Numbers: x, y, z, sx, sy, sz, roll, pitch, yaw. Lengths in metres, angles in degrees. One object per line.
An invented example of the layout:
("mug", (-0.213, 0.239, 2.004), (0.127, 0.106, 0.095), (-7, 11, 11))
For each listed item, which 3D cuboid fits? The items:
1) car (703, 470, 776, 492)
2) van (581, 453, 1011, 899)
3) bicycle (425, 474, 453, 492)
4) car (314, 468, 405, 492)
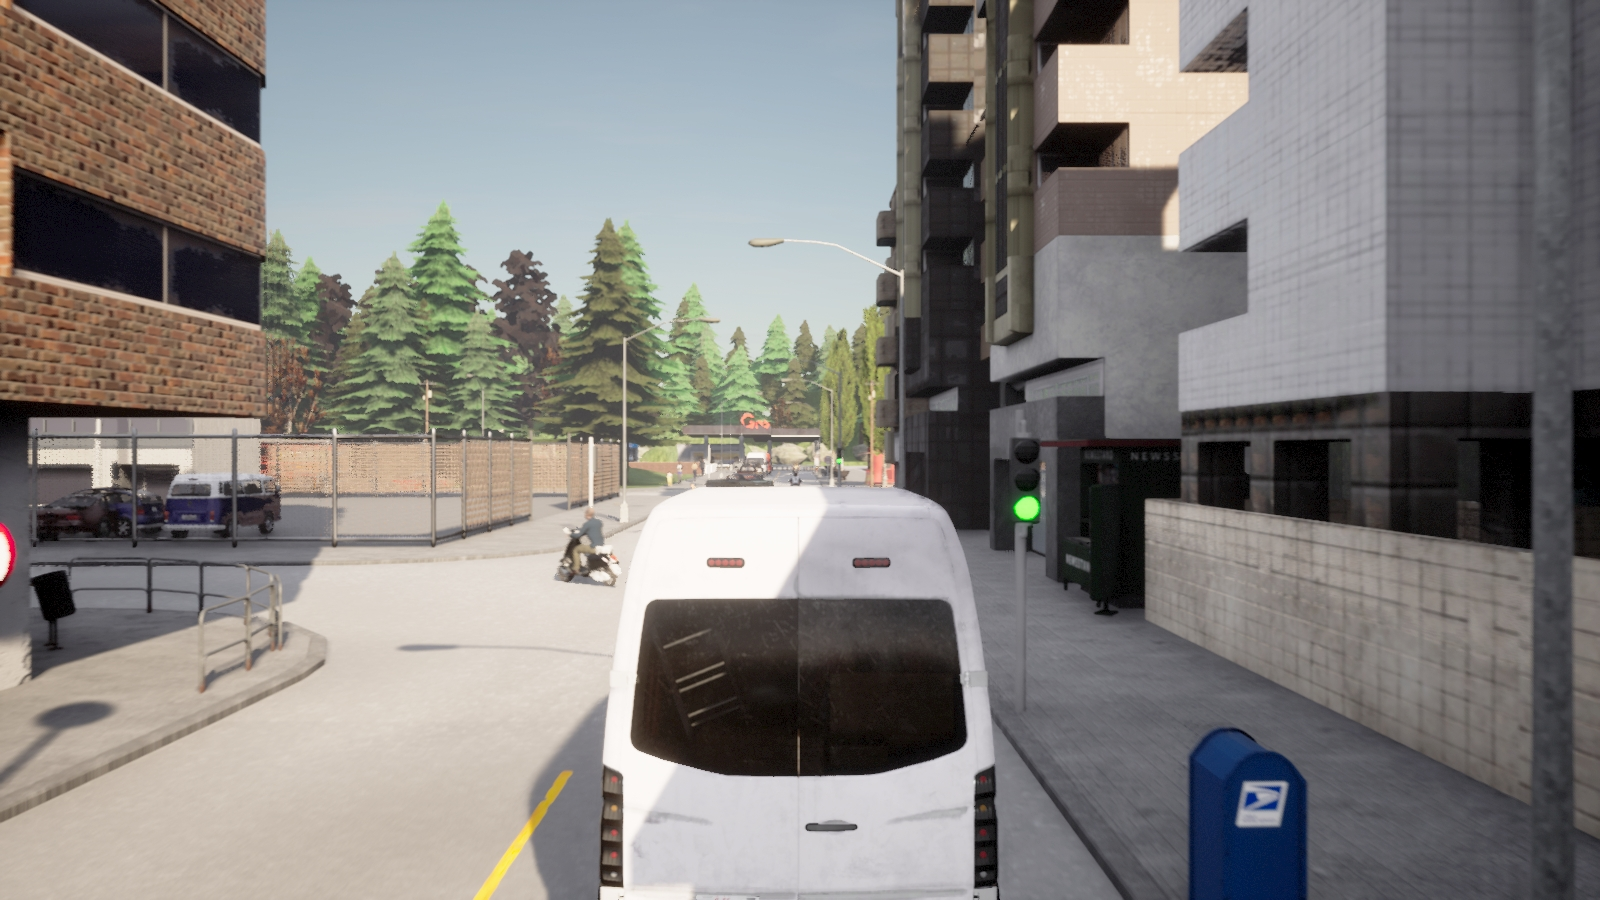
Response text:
("car", (-3.889, 1.941, 72.834), (4.718, 1.301, 1.895), (0, 0, 44))
("van", (-0.026, 1.315, 8.238), (1.988, 2.561, 5.915), (0, 0, 0))
("bicycle", (-22.421, 2.043, 70.913), (1.487, 1.080, 0.859), (0, 0, 0))
("car", (-27.306, 1.850, 70.895), (4.792, 1.488, 2.163), (0, 0, 0))
